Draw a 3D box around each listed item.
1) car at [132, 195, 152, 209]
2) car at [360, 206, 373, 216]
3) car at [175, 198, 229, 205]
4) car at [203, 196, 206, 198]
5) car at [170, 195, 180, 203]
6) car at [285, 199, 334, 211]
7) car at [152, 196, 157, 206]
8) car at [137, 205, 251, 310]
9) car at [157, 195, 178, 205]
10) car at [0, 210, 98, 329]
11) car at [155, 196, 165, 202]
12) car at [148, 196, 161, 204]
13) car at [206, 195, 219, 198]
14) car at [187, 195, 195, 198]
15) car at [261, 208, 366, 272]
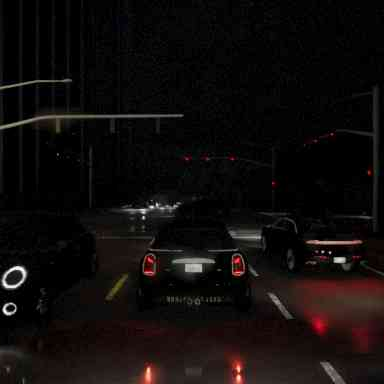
[{"bbox_3d":[-7.185,1.526,46.455,1.812,1.442,4.674,0,0,0],"label":"car"},{"bbox_3d":[18.809,1.603,31.151,5.357,1.411,2.033,0,0,0],"label":"car"},{"bbox_3d":[1.141,1.532,31.079,4.892,1.490,1.837,0,0,0],"label":"car"},{"bbox_3d":[3.372,1.478,71.778,1.882,1.535,5.008,0,0,0],"label":"car"},{"bbox_3d":[-3.639,1.500,70.490,1.837,1.490,4.892,0,0,0],"label":"car"},{"bbox_3d":[12.205,1.560,34.624,4.892,1.490,1.837,0,0,0],"label":"car"},{"bbox_3d":[-7.196,1.352,55.358,2.097,1.767,4.553,0,0,0],"label":"car"},{"bbox_3d":[0.042,1.352,7.953,2.097,1.767,4.553,0,0,0],"label":"car"},{"bbox_3d":[-3.689,1.547,50.777,2.033,1.411,5.357,0,0,0],"label":"car"},{"bbox_3d":[-3.601,1.352,7.150,2.097,1.767,4.553,0,0,0],"label":"car"},{"bbox_3d":[-7.146,1.594,74.197,1.895,1.301,4.718,0,0,0],"label":"car"},{"bbox_3d":[-7.177,1.526,64.154,1.812,1.442,4.674,0,0,0],"label":"car"},{"bbox_3d":[3.417,1.505,49.578,1.837,1.490,4.892,0,0,1],"label":"car"},{"bbox_3d":[-0.153,1.478,77.866,1.882,1.535,5.008,0,0,0],"label":"car"},{"bbox_3d":[3.598,1.492,10.763,2.128,1.511,4.902,0,0,-3],"label":"car"}]
